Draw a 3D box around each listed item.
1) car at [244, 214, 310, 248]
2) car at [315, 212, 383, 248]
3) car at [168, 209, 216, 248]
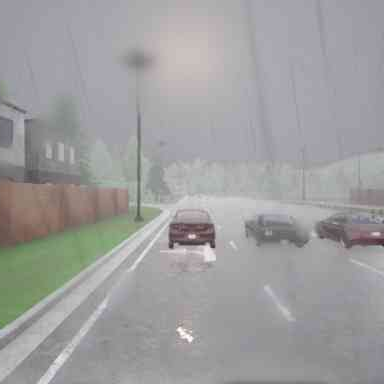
[{"bbox_3d":[3.500,1.613,14.689,1.895,1.301,4.718,0,0,0],"label":"car"},{"bbox_3d":[7.000,1.570,14.659,1.994,1.385,4.181,0,0,0],"label":"car"},{"bbox_3d":[0.000,1.482,14.659,1.882,1.535,5.008,0,0,0],"label":"car"}]
